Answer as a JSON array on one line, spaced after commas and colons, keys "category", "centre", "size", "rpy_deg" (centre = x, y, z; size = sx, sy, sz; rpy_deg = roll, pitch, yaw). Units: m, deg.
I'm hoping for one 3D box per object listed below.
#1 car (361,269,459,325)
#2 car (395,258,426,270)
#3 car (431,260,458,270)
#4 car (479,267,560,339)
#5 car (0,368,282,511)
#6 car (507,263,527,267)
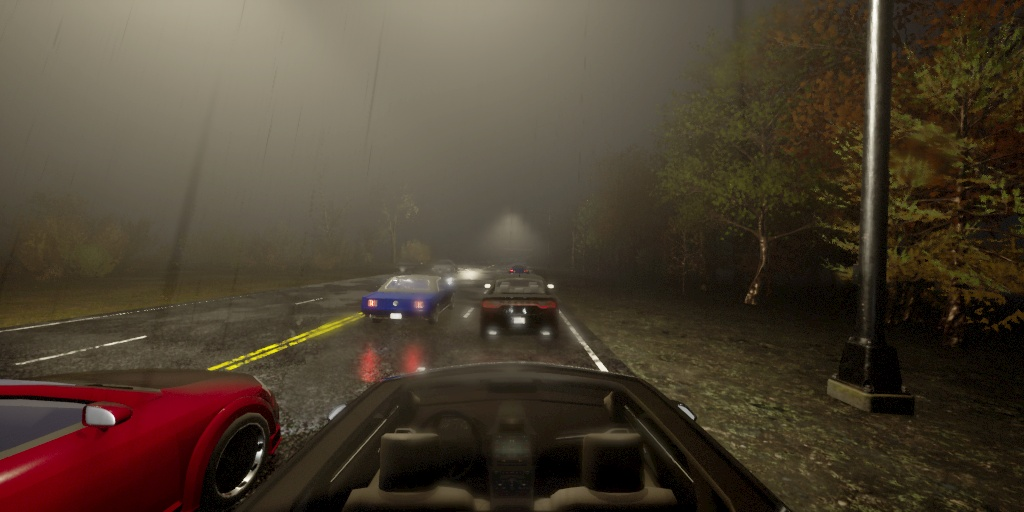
[{"category": "car", "centre": [-3.014, 1.281, 11.575], "size": [1.895, 1.301, 4.718], "rpy_deg": [2, 0, 0]}, {"category": "car", "centre": [-9.366, 0.966, 33.414], "size": [2.128, 1.511, 4.902], "rpy_deg": [2, 0, 1]}, {"category": "car", "centre": [-6.124, 1.100, 33.112], "size": [1.812, 1.442, 4.674], "rpy_deg": [2, 0, 1]}, {"category": "car", "centre": [0.203, 1.235, 10.163], "size": [1.882, 1.535, 5.008], "rpy_deg": [0, 0, 1]}, {"category": "car", "centre": [-3.141, 1.241, 1.621], "size": [1.994, 1.385, 4.181], "rpy_deg": [2, 0, 1]}, {"category": "car", "centre": [0.533, 1.296, 30.611], "size": [1.812, 1.442, 4.674], "rpy_deg": [1, 0, 0]}]
